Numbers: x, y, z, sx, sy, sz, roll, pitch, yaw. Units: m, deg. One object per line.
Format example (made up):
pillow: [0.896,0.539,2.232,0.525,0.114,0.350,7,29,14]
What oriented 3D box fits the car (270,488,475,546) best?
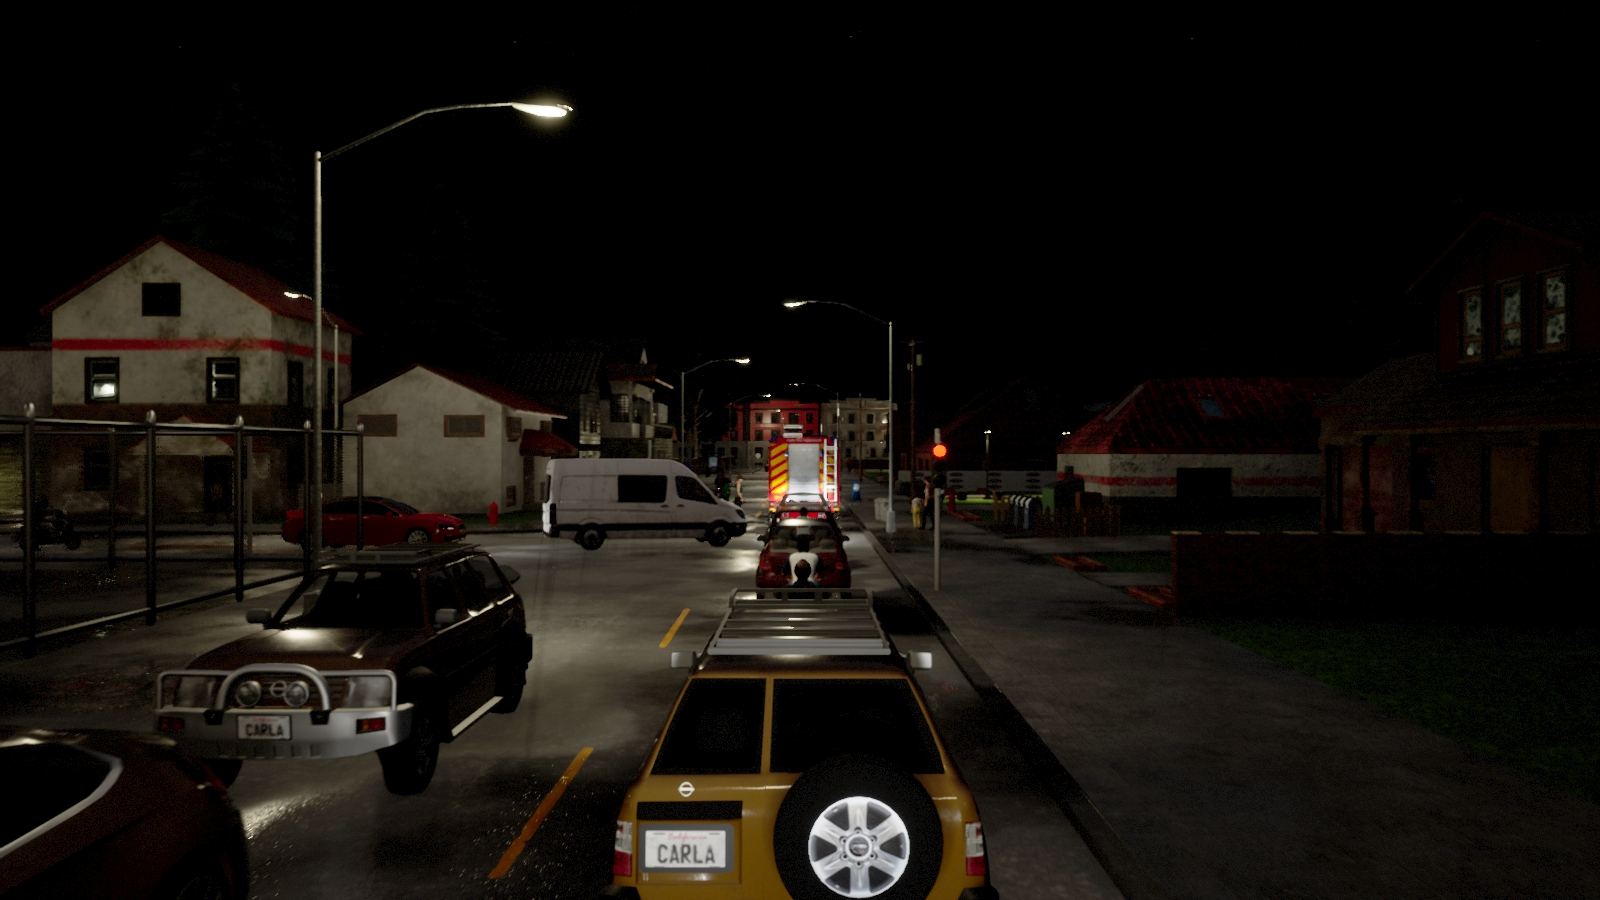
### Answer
car: [-11.833,1.840,31.918,4.892,1.480,2.231,0,0,0]

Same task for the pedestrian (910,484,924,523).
pedestrian: [3.973,1.804,38.846,0.375,1.300,0.375,0,0,-14]

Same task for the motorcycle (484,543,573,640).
motorcycle: [-3.867,1.992,16.446,0.803,1.145,2.033,0,0,0]

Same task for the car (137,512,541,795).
car: [-3.965,1.643,10.830,1.932,1.855,4.605,0,0,1]

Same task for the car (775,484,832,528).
car: [0.129,1.934,40.354,1.895,1.301,4.718,0,0,0]

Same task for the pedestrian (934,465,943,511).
pedestrian: [5.578,1.522,46.046,0.375,1.860,0.375,0,0,5]

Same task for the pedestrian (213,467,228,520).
pedestrian: [-20.276,1.523,39.981,0.375,1.860,0.375,0,0,-4]

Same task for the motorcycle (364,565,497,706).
motorcycle: [-3.973,1.961,12.435,0.856,1.236,1.805,0,0,0]

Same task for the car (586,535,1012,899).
car: [0.007,1.642,7.487,1.932,1.855,4.605,0,0,0]

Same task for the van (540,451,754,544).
van: [-4.476,1.313,33.394,5.915,2.561,1.988,0,0,-18]

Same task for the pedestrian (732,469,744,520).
pedestrian: [-2.280,1.627,41.939,0.375,1.860,0.375,0,0,-9]

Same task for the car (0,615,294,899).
car: [-3.987,1.772,4.042,2.152,1.651,5.027,0,0,0]

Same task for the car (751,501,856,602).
car: [0.062,1.805,21.299,1.789,1.549,3.705,0,0,0]

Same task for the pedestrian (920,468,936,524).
pedestrian: [4.262,1.524,37.978,0.375,1.860,0.375,0,0,38]

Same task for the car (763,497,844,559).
car: [0.089,1.926,29.138,1.895,1.301,4.718,0,0,0]
